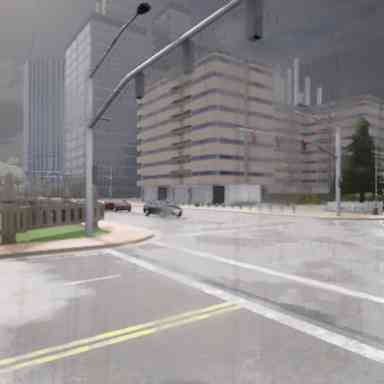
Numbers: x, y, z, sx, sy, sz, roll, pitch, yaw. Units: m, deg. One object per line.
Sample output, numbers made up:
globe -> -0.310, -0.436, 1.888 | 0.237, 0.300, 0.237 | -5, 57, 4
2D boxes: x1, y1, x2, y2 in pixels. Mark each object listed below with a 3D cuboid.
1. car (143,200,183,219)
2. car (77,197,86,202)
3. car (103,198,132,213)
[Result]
car -> -2.657, 1.515, 29.862 | 2.128, 1.511, 4.902 | 0, 0, -35
car -> -14.661, 1.502, 46.754 | 1.882, 1.535, 5.008 | 0, 0, -35
car -> -8.617, 1.502, 38.238 | 1.882, 1.535, 5.008 | 0, 0, -36
